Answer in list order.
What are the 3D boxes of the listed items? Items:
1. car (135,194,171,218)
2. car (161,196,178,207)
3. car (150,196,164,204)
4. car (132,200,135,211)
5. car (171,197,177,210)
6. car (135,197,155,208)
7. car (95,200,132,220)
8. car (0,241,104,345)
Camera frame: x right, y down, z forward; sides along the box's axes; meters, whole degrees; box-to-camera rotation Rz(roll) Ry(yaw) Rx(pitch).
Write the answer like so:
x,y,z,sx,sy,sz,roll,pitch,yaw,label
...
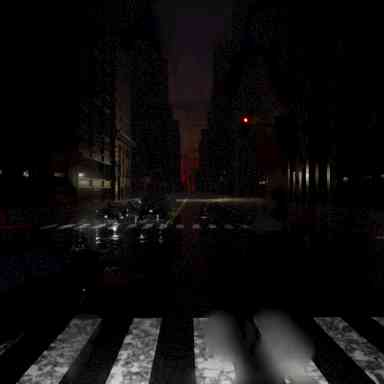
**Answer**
x,y,z,sx,sy,sz,roll,pitch,yaw,label
-3.364,1.203,29.983,2.150,2.045,5.566,0,0,0,car
-3.358,1.450,50.499,2.128,1.511,4.902,0,0,0,car
-6.545,1.484,62.316,2.033,1.411,5.357,0,0,0,car
-6.618,1.575,37.052,1.895,1.301,4.718,0,0,0,car
-3.367,1.463,40.077,2.128,1.511,4.902,0,0,0,car
-6.616,1.455,47.268,2.128,1.511,4.902,0,0,0,car
-6.632,1.584,27.936,1.895,1.301,4.718,0,0,1,car
-3.292,1.547,5.151,2.033,1.411,5.357,0,0,12,car
